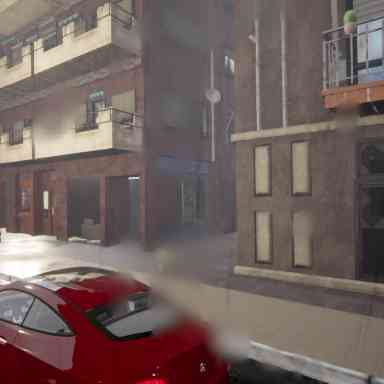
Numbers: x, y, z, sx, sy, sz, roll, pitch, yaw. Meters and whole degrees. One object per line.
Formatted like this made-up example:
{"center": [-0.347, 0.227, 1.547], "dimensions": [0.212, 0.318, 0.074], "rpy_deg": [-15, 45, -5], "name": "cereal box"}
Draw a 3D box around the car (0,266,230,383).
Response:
{"center": [-1.566, 1.583, 3.970], "dimensions": [4.206, 1.307, 1.802], "rpy_deg": [0, -1, 36], "name": "car"}
